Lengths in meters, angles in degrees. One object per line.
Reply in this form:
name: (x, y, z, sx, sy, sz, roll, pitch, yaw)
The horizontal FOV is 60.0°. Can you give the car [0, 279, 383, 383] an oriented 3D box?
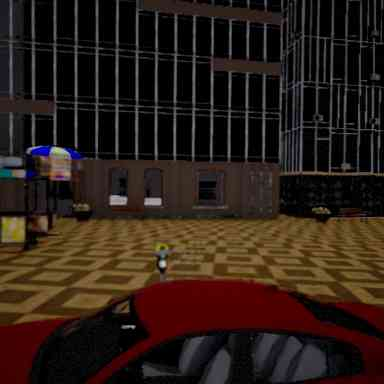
car: (-0.059, 1.481, 2.738, 4.507, 1.381, 1.887, 1, 0, -11)
